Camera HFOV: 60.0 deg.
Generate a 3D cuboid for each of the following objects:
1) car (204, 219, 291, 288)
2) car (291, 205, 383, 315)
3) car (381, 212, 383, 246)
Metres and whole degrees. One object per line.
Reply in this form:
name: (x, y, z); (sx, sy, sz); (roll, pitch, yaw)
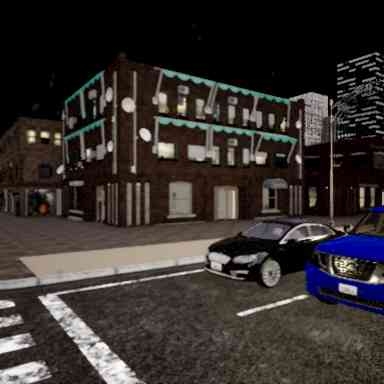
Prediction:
car: (2.586, 1.559, 9.524); (4.902, 1.511, 2.128); (1, 0, -36)
car: (4.842, 1.293, 7.142); (5.566, 2.045, 2.150); (1, 0, -35)
car: (10.909, 1.662, 15.462); (4.892, 1.490, 1.837); (1, 0, -36)
